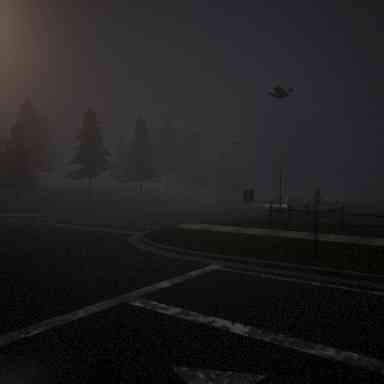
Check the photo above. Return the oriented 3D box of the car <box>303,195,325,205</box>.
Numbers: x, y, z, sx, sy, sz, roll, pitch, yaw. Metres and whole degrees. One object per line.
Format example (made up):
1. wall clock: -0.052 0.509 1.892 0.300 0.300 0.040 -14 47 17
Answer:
1. car: 21.097 1.350 56.721 2.097 1.767 4.553 0 0 35

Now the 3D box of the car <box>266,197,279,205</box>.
1. car: 15.421 1.547 60.816 2.033 1.411 5.357 0 0 35

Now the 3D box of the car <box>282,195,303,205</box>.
1. car: 18.234 1.350 58.733 2.097 1.767 4.553 0 0 35
